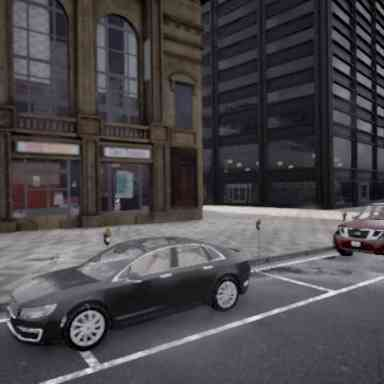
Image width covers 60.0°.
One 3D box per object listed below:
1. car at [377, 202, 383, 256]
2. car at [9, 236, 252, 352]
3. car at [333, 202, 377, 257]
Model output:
[{"bbox_3d":[7.329,1.189,8.593,5.566,2.045,2.150,0,0,-35],"label":"car"},{"bbox_3d":[-0.837,1.544,6.063,4.403,1.369,2.008,0,-1,-35],"label":"car"},{"bbox_3d":[7.116,1.277,11.742,5.009,1.841,2.192,0,-1,-35],"label":"car"}]
